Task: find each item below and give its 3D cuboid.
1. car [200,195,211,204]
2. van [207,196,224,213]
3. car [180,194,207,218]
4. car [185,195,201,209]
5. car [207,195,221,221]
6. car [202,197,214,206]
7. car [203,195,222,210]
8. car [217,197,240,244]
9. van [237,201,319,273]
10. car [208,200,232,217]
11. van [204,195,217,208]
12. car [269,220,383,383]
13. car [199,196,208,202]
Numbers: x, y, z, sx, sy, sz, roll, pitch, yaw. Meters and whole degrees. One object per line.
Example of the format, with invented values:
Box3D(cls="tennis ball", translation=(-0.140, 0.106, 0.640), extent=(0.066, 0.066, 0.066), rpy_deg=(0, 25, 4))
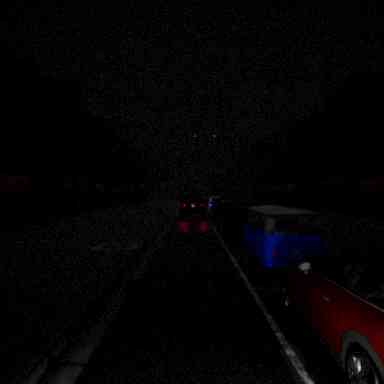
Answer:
Box3D(cls="car", translation=(2.606, 1.430, 65.106), extent=(1.967, 1.590, 4.097), rpy_deg=(0, 0, 0))
Box3D(cls="van", translation=(2.618, 1.334, 37.728), extent=(1.690, 1.788, 3.998), rpy_deg=(0, 0, 0))
Box3D(cls="car", translation=(0.085, 1.218, 29.717), extent=(2.150, 2.045, 5.566), rpy_deg=(0, 0, 0))
Box3D(cls="car", translation=(0.081, 1.345, 45.275), extent=(2.097, 1.767, 4.553), rpy_deg=(0, 0, 0))
Box3D(cls="car", translation=(2.623, 1.309, 26.777), extent=(2.192, 1.841, 5.009), rpy_deg=(0, 0, 0))
Box3D(cls="car", translation=(2.611, 1.517, 54.325), extent=(1.752, 1.417, 4.829), rpy_deg=(0, 0, 0))
Box3D(cls="car", translation=(2.616, 1.308, 43.203), extent=(2.192, 1.841, 5.009), rpy_deg=(0, 0, 0))
Box3D(cls="car", translation=(2.627, 1.310, 15.824), extent=(2.192, 1.841, 5.009), rpy_deg=(0, 0, 0))
Box3D(cls="van", translation=(2.631, 1.337, 10.351), extent=(1.690, 1.788, 3.998), rpy_deg=(0, 0, 0))
Box3D(cls="car", translation=(2.621, 1.544, 32.253), extent=(2.008, 1.369, 4.403), rpy_deg=(0, 0, 0))
Box3D(cls="van", translation=(2.613, 1.333, 48.679), extent=(1.690, 1.788, 3.998), rpy_deg=(0, 0, 0))
Box3D(cls="car", translation=(2.634, 1.437, 4.875), extent=(1.967, 1.590, 4.097), rpy_deg=(0, 0, 0))
Box3D(cls="car", translation=(2.601, 1.540, 76.057), extent=(2.008, 1.369, 4.403), rpy_deg=(0, 0, 0))
